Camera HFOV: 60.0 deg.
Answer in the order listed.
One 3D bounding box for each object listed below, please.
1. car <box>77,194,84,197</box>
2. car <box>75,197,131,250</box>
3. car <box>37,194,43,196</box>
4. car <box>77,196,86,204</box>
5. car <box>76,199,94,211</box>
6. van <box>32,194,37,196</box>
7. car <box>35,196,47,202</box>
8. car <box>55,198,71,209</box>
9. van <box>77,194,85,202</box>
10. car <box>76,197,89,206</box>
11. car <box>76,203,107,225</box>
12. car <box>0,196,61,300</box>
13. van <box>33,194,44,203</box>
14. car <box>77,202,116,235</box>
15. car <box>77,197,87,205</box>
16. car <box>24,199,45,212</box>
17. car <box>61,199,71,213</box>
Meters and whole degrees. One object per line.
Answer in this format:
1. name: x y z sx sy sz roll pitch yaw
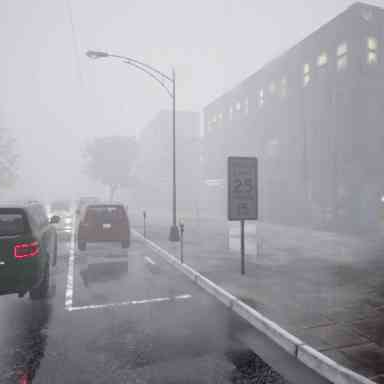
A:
1. car: -9.379 1.326 30.058 2.192 1.841 5.009 1 0 -19
2. car: -3.889 1.321 14.359 2.192 1.841 5.009 1 0 -19
3. car: -30.095 1.452 63.906 1.967 1.590 4.097 1 0 -19
4. car: -22.245 1.539 66.844 1.752 1.417 4.829 1 0 -19
5. car: -13.041 1.579 40.521 1.947 1.339 4.313 1 0 -19
6. van: -26.434 1.354 53.441 1.690 1.788 3.998 1 0 -19
7. car: -33.756 1.561 74.370 2.008 1.369 4.403 1 0 -19
8. car: -18.119 1.614 46.864 1.895 1.301 4.718 0 0 -19
9. van: -25.847 1.353 77.150 1.690 1.788 3.998 1 0 -19
10. car: -18.530 1.565 56.218 2.008 1.369 4.403 1 0 -19
11. car: -7.552 1.560 24.824 2.008 1.369 4.403 1 0 -19
12. car: -4.573 1.224 8.129 2.150 2.045 5.566 0 0 -19
13. van: -31.923 1.353 69.138 1.690 1.788 3.998 1 0 -19
14. car: -5.720 1.448 19.591 1.967 1.590 4.097 1 0 -19
15. car: -20.360 1.596 61.450 1.802 1.307 4.206 1 0 -19
16. car: -19.005 1.613 40.312 1.895 1.301 4.718 0 0 -19
17. car: -14.795 1.490 37.524 1.882 1.535 5.008 0 0 -19
